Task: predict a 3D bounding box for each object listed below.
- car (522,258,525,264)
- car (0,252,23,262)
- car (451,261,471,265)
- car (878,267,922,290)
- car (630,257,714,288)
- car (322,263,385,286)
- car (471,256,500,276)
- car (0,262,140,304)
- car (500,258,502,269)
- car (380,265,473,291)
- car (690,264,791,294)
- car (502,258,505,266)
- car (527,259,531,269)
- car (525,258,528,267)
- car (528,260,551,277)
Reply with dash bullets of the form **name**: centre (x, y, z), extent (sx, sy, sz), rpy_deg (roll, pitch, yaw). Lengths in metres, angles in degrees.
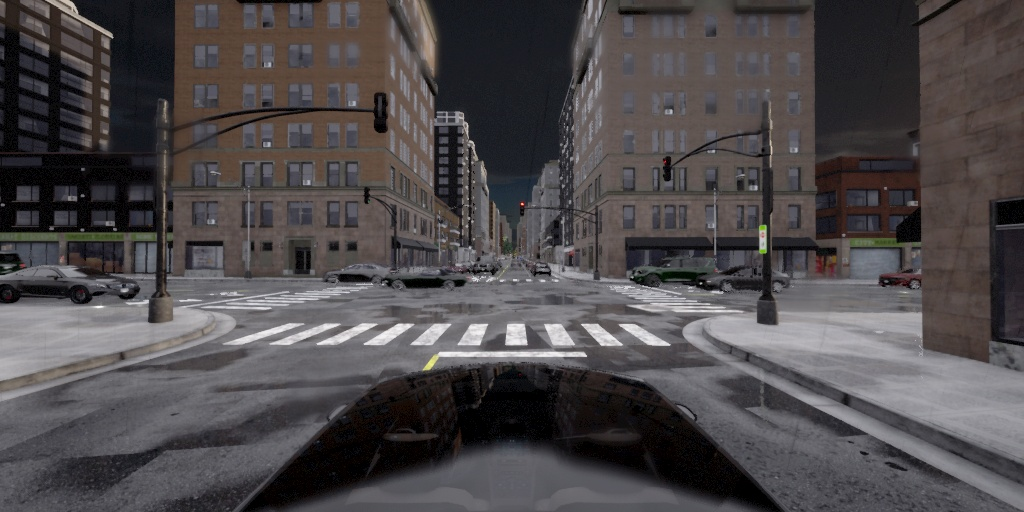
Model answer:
- **car**: centre (3.298, 1.315, 63.849), extent (1.948, 1.339, 4.313), rpy_deg (0, 0, 1)
- **car**: centre (-32.535, 0.759, 21.274), extent (5.566, 2.045, 2.150), rpy_deg (1, -1, 0)
- **car**: centre (-5.563, 1.336, 36.297), extent (1.802, 1.307, 4.207), rpy_deg (0, 0, 1)
- **car**: centre (27.728, 1.472, 24.149), extent (5.008, 1.535, 1.882), rpy_deg (1, -1, 0)
- **car**: centre (10.911, 1.104, 24.254), extent (5.566, 2.045, 2.150), rpy_deg (0, -1, 0)
- **car**: centre (-10.217, 1.226, 24.378), extent (4.902, 1.511, 2.128), rpy_deg (0, -1, 0)
- **car**: centre (-2.787, 0.976, 37.804), extent (2.150, 2.045, 5.566), rpy_deg (0, 0, 1)
- **car**: centre (-17.929, 1.106, 14.483), extent (4.674, 1.442, 1.812), rpy_deg (0, -1, 1)
- **car**: centre (-2.665, 1.258, 47.892), extent (1.837, 1.490, 4.892), rpy_deg (0, 0, 1)
- **car**: centre (-4.893, 1.355, 21.081), extent (4.718, 1.301, 1.895), rpy_deg (0, 0, 0)
- **car**: centre (13.467, 1.373, 20.958), extent (4.892, 1.490, 1.837), rpy_deg (0, -1, 0)
- **car**: centre (-2.529, 1.352, 58.148), extent (1.895, 1.301, 4.718), rpy_deg (0, 0, 1)
- **car**: centre (3.029, 1.297, 41.728), extent (1.888, 1.381, 4.507), rpy_deg (0, 0, 1)
- **car**: centre (3.096, 1.302, 47.258), extent (2.007, 1.370, 4.403), rpy_deg (0, 0, 1)
- **car**: centre (2.962, 1.318, 36.197), extent (1.948, 1.339, 4.313), rpy_deg (0, 0, 1)
